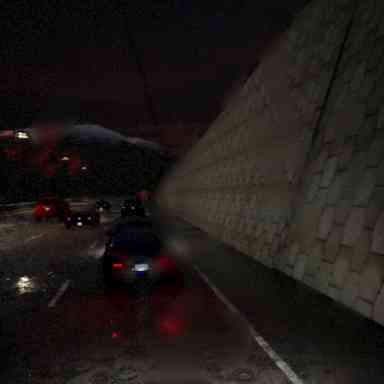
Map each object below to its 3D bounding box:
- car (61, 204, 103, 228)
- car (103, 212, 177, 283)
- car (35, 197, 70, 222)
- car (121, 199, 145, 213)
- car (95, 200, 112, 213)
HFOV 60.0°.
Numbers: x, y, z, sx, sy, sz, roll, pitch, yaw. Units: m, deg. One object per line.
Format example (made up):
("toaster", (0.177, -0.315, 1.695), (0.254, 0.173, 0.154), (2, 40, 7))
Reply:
("car", (-7.729, 1.778, 23.802), (1.895, 1.301, 4.718), (-1, 0, -11))
("car", (-1.579, 1.558, 9.843), (1.812, 1.442, 4.674), (-1, 0, -11))
("car", (-12.482, 1.514, 30.175), (2.150, 2.045, 5.566), (-1, 0, -11))
("car", (-5.629, 1.470, 31.615), (2.097, 1.767, 4.553), (-1, 0, -11))
("car", (-10.731, 1.745, 39.954), (1.837, 1.490, 4.892), (-1, 0, -11))
